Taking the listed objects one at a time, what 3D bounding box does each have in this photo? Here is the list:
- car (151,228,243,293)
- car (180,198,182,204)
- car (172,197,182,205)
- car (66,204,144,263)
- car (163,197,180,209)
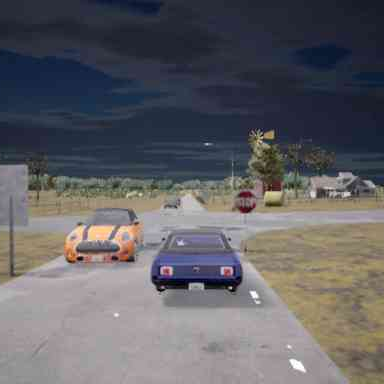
[{"bbox_3d":[0.124,1.622,8.907,1.895,1.301,4.718,0,0,1],"label":"car"},{"bbox_3d":[-3.092,1.744,57.672,1.994,1.385,4.181,0,0,1],"label":"car"},{"bbox_3d":[-3.109,1.731,68.162,1.837,1.490,4.892,0,0,0],"label":"car"},{"bbox_3d":[-2.927,1.380,12.040,2.097,1.767,4.553,0,0,-4],"label":"car"},{"bbox_3d":[-3.019,1.647,47.948,1.837,1.490,4.892,0,0,-1],"label":"car"}]
